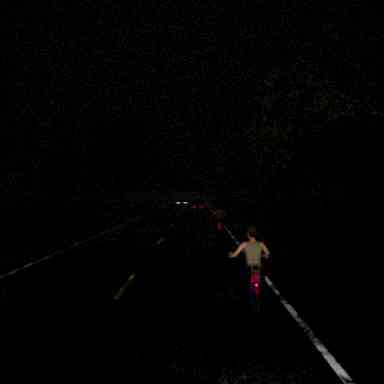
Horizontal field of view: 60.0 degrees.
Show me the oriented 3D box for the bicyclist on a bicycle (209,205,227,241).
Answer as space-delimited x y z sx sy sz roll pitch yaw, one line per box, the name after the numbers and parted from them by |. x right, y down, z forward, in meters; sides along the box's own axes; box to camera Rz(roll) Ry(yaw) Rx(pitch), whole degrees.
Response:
1.249 1.426 15.688 0.866 1.612 1.509 0 0 1 | bicyclist on a bicycle

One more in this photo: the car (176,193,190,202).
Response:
-2.300 1.216 75.882 2.150 2.045 5.566 0 0 1 | car

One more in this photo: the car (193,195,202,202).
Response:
1.170 1.511 73.783 2.033 1.411 5.357 0 0 1 | car

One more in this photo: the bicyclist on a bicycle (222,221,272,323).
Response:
1.102 1.429 6.206 0.866 1.612 1.509 0 0 1 | bicyclist on a bicycle

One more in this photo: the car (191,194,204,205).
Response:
1.013 1.504 57.445 1.812 1.442 4.674 0 0 0 | car
